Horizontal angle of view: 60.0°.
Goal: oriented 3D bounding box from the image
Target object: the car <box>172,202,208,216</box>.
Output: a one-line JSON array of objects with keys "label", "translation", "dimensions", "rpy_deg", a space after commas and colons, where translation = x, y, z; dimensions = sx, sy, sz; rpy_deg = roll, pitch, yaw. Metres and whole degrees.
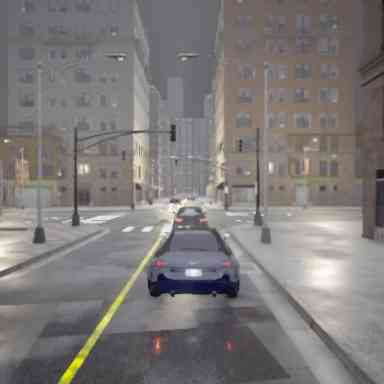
[{"label": "car", "translation": [-0.105, 1.495, 18.316], "dimensions": [1.812, 1.442, 4.674], "rpy_deg": [0, 0, -2]}]

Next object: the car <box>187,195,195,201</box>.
[{"label": "car", "translation": [-0.155, 1.438, 77.663], "dimensions": [2.128, 1.511, 4.902], "rpy_deg": [0, 0, 0]}]

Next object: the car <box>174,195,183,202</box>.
[{"label": "car", "translation": [-3.153, 1.399, 77.206], "dimensions": [1.882, 1.535, 5.008], "rpy_deg": [0, 0, 0]}]

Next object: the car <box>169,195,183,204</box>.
[{"label": "car", "translation": [-3.122, 1.532, 61.678], "dimensions": [1.895, 1.301, 4.718], "rpy_deg": [0, 0, 0]}]

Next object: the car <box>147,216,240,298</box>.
[{"label": "car", "translation": [0.067, 1.550, 8.544], "dimensions": [1.994, 1.385, 4.181], "rpy_deg": [0, 0, 1]}]
